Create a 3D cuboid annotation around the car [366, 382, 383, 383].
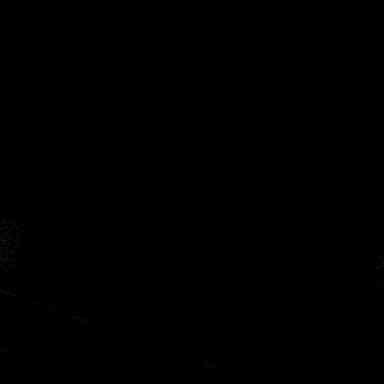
[{"bbox_3d":[2.459,1.581,1.092,4.206,1.307,1.802,0,0,36],"label":"car"}]
